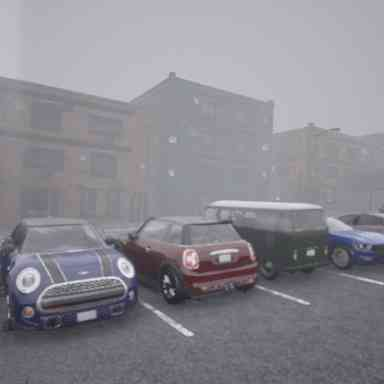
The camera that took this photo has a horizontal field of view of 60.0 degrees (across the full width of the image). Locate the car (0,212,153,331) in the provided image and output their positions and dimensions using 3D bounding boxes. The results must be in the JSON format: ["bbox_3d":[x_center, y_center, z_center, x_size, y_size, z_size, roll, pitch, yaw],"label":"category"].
[{"bbox_3d":[-2.859,1.377,7.174,2.185,1.767,4.553,0,0,-32],"label":"car"}]

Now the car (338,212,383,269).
[{"bbox_3d":[4.279,1.511,11.620,2.097,1.535,5.008,0,0,-32],"label":"car"}]

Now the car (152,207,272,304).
[{"bbox_3d":[-0.451,1.380,8.610,2.185,1.767,4.553,0,0,-32],"label":"car"}]

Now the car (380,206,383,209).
[{"bbox_3d":[9.016,1.546,14.619,2.163,1.488,4.792,0,0,-32],"label":"car"}]

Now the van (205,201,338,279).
[{"bbox_3d":[1.845,1.283,10.225,1.878,1.987,4.442,0,0,-32],"label":"van"}]

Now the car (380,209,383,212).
[{"bbox_3d":[6.641,1.543,13.130,2.163,1.488,4.792,0,0,-32],"label":"car"}]
